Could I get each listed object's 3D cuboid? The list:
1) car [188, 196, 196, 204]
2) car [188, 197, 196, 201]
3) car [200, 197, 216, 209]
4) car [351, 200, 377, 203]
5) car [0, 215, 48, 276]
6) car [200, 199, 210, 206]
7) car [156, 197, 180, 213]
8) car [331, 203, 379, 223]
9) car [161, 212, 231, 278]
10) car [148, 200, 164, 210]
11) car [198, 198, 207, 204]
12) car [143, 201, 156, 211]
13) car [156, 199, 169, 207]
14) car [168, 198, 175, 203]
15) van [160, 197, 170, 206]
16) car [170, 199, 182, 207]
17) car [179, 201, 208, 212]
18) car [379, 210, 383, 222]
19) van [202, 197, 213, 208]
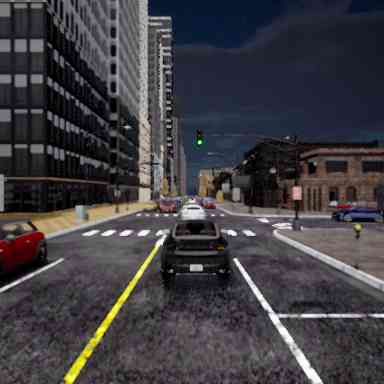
[{"bbox_3d":[0.008,2.027,84.059,2.097,1.767,4.553,0,-1,0],"label":"car"},{"bbox_3d":[0.007,2.183,74.053,1.812,1.442,4.674,0,-1,0],"label":"car"},{"bbox_3d":[2.682,1.910,52.745,1.967,1.590,4.097,-1,-1,0],"label":"car"},{"bbox_3d":[16.530,1.711,32.456,5.009,1.841,2.192,1,0,1],"label":"car"},{"bbox_3d":[-5.702,1.523,9.211,1.967,1.590,4.097,-1,-1,0],"label":"car"},{"bbox_3d":[2.686,2.203,69.675,1.802,1.307,4.206,-1,-1,0],"label":"car"},{"bbox_3d":[-3.091,1.737,43.312,2.097,1.767,4.553,0,-1,0],"label":"car"},{"bbox_3d":[14.819,1.961,29.892,4.181,1.385,1.994,1,0,1],"label":"car"},{"bbox_3d":[0.102,1.597,10.375,1.837,1.490,4.892,0,-1,0],"label":"car"},{"bbox_3d":[-5.663,2.036,52.799,1.947,1.339,4.313,-1,-1,0],"label":"car"},{"bbox_3d":[2.687,2.324,86.607,2.008,1.369,4.403,-1,-1,0],"label":"car"},{"bbox_3d":[-5.835,1.943,46.986,1.752,1.417,4.829,-1,-1,0],"label":"car"},{"bbox_3d":[-5.662,2.137,64.088,1.947,1.339,4.313,-1,-1,0],"label":"car"},{"bbox_3d":[-5.660,2.349,92.137,1.752,1.417,4.829,-1,-1,0],"label":"car"},{"bbox_3d":[-5.665,1.963,69.733,1.690,1.788,3.998,-1,-1,0],"label":"van"},{"bbox_3d":[-2.994,2.040,63.149,1.882,1.535,5.008,0,-1,0],"label":"car"},{"bbox_3d":[0.103,1.768,27.332,1.812,1.442,4.674,0,0,0],"label":"car"},{"bbox_3d":[16.420,2.016,24.076,4.313,1.339,1.947,1,0,1],"label":"car"},{"bbox_3d":[2.681,1.861,58.390,1.690,1.788,3.998,-1,-1,0],"label":"van"}]
